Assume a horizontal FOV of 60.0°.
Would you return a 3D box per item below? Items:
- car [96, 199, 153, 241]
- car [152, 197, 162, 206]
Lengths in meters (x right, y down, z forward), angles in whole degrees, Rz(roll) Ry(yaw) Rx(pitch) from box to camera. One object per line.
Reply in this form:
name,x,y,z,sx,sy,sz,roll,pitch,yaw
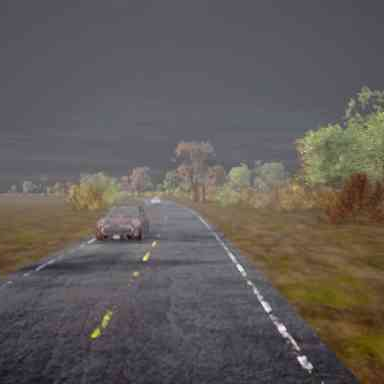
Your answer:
car,-3.365,1.394,16.875,2.097,1.767,4.553,0,0,-2
car,-6.431,1.694,59.354,1.812,1.442,4.674,0,0,-6
